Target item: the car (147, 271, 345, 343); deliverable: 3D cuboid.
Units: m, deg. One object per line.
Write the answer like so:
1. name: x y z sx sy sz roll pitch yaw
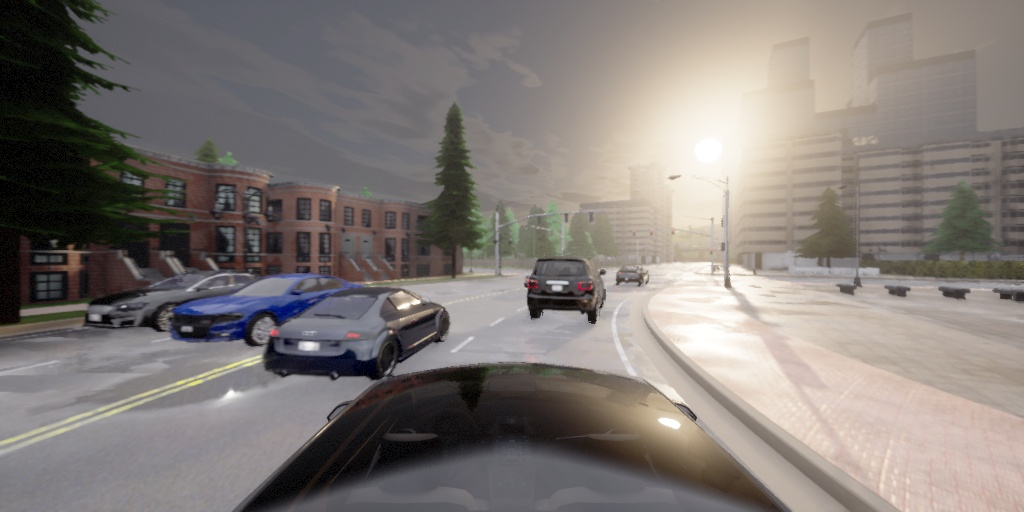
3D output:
1. car: -6.053 1.226 9.682 1.882 1.535 5.008 0 -1 12

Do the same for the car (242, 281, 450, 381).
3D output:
1. car: -2.727 1.324 7.298 1.994 1.385 4.181 0 -1 8

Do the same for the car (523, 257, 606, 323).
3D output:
1. car: 2.119 1.055 12.997 2.150 2.045 5.566 0 -1 17

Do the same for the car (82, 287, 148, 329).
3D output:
1. car: -9.356 1.221 10.886 2.128 1.511 4.902 0 -1 12

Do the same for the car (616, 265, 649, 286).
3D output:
1. car: 9.326 1.472 27.642 2.128 1.511 4.902 0 -1 29

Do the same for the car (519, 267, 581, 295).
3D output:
1. car: 2.580 1.444 22.654 2.033 1.411 5.357 0 0 28
